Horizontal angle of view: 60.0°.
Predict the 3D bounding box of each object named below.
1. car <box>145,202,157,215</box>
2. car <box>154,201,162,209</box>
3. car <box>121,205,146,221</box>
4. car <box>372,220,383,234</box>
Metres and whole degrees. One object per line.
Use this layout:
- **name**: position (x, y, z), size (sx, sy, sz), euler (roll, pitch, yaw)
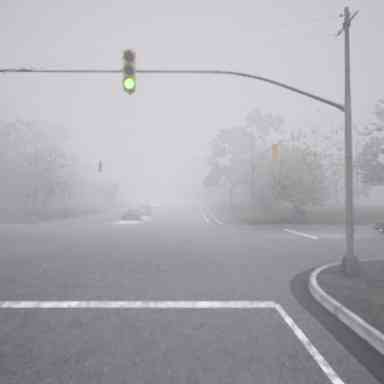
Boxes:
- **car**: position (-7.084, 2.681, 50.109), size (2.128, 1.511, 4.902), euler (0, 0, 0)
- **car**: position (-7.004, 2.573, 65.379), size (1.812, 1.442, 4.674), euler (0, 1, 0)
- **car**: position (-7.094, 2.638, 39.642), size (1.994, 1.385, 4.181), euler (0, -1, 0)
- **car**: position (14.364, 2.132, 21.564), size (4.718, 1.301, 1.895), euler (0, -2, -2)
